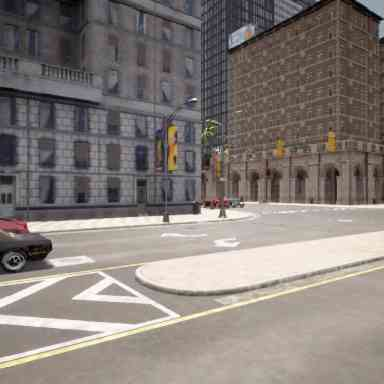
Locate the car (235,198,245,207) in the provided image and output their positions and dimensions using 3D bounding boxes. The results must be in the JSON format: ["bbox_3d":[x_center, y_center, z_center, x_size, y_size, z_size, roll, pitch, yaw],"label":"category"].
[{"bbox_3d":[5.663,1.492,49.027,2.128,1.511,4.902,0,0,-35],"label":"car"}]

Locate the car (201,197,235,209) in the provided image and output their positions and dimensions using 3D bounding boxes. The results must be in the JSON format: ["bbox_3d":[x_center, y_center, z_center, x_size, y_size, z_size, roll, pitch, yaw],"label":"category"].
[{"bbox_3d":[3.234,1.478,46.396,1.882,1.535,5.008,0,0,-35],"label":"car"}]

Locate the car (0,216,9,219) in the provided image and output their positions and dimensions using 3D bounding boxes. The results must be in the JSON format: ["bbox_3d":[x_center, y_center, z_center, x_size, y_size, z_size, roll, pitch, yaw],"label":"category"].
[{"bbox_3d":[-8.480,1.526,12.087,4.674,1.442,1.812,0,0,-35],"label":"car"}]

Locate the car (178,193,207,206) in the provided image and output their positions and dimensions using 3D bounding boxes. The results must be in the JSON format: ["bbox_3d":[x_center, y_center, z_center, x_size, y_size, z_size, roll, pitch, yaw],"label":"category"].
[{"bbox_3d":[0.024,1.221,57.127,2.150,2.045,5.566,0,0,-34],"label":"car"}]

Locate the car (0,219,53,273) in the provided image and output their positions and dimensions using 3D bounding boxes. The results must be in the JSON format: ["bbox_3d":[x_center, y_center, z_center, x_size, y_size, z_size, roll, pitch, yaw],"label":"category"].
[{"bbox_3d":[-6.535,1.601,9.182,4.718,1.301,1.895,0,0,-35],"label":"car"}]
